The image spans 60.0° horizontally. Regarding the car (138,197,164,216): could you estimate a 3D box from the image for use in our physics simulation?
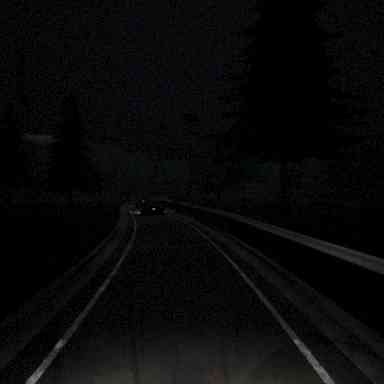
[{"bbox_3d":[-3.796,1.462,31.482,1.994,1.385,4.181,0,0,-12],"label":"car"}]

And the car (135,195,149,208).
[{"bbox_3d":[-6.654,1.206,45.514,2.097,1.767,4.553,0,0,-10],"label":"car"}]
